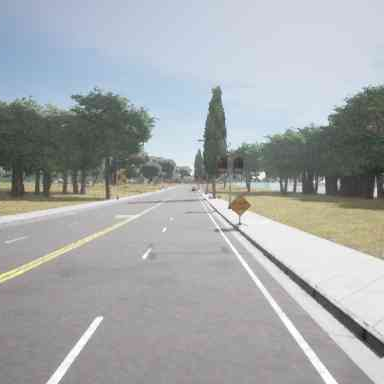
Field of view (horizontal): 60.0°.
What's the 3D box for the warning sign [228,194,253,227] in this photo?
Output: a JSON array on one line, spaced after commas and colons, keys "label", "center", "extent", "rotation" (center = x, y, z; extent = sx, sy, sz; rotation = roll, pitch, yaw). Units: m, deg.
[{"label": "warning sign", "center": [2.856, 1.082, 19.792], "extent": [1.300, 1.860, 1.060], "rotation": [0, 1, 0]}]
